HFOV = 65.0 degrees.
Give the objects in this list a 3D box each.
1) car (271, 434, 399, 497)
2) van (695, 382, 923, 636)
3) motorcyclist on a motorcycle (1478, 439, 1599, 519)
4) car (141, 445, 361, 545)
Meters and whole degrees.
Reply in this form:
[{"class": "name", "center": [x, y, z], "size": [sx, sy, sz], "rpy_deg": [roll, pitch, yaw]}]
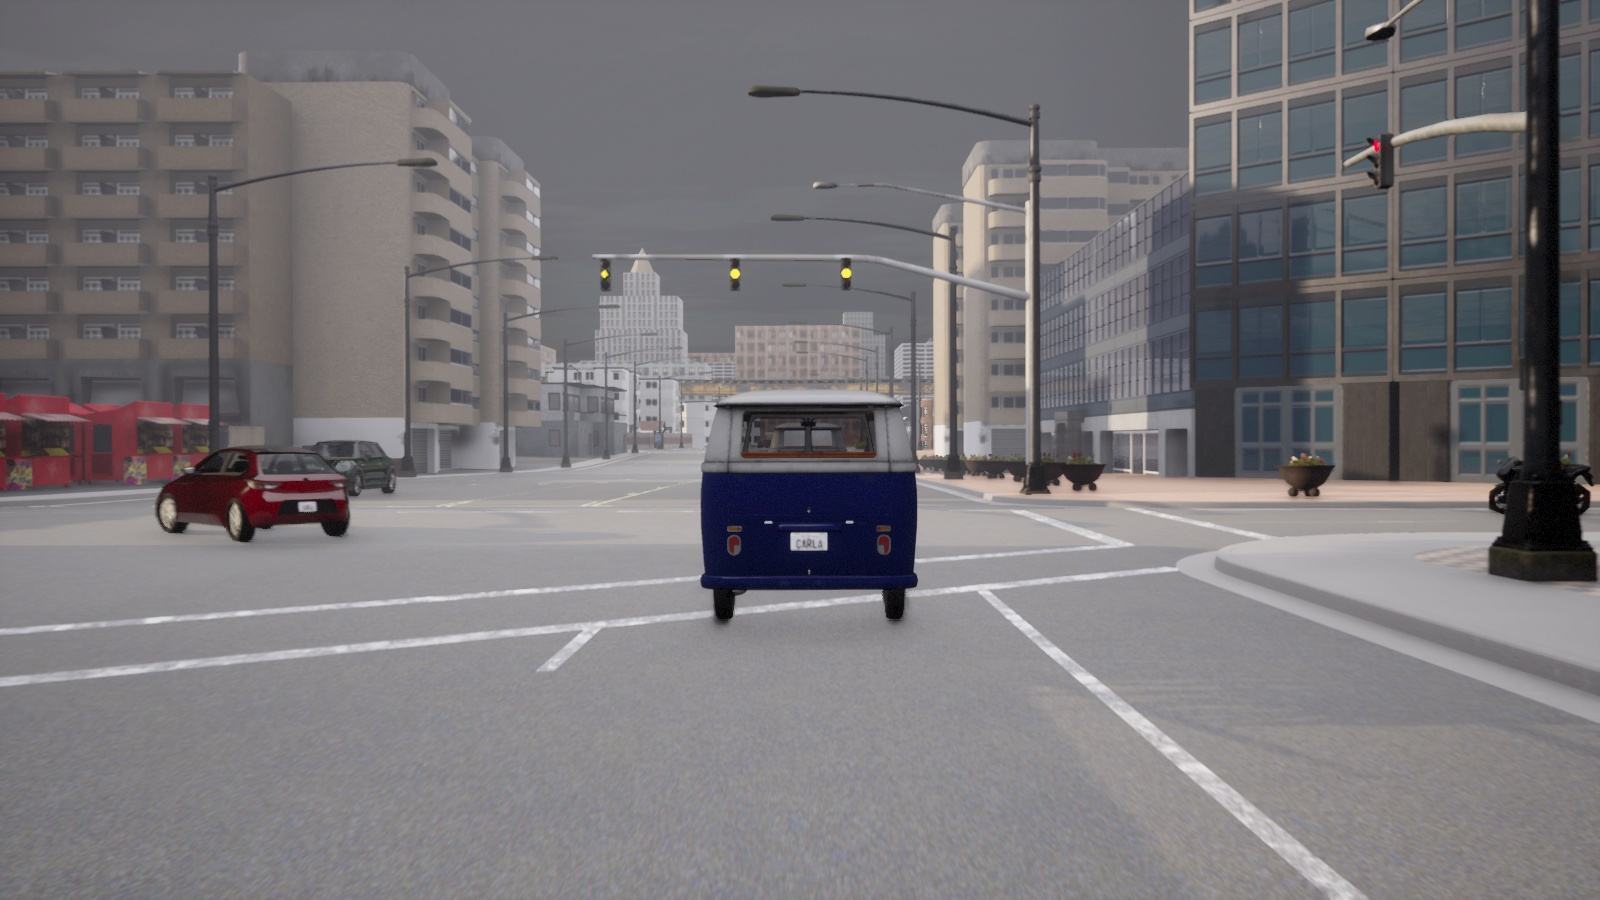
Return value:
[{"class": "car", "center": [-13.761, 0.449, 37.490], "size": [2.097, 1.767, 4.553], "rpy_deg": [0, 0, 0]}, {"class": "van", "center": [0.084, 0.445, 12.047], "size": [1.775, 1.987, 4.442], "rpy_deg": [0, 0, 0]}, {"class": "motorcyclist on a motorcycle", "center": [14.439, 0.548, 24.444], "size": [2.044, 1.523, 0.797], "rpy_deg": [0, 1, 1]}, {"class": "car", "center": [-9.105, 0.652, 20.663], "size": [4.193, 1.474, 1.816], "rpy_deg": [0, 0, 43]}]
